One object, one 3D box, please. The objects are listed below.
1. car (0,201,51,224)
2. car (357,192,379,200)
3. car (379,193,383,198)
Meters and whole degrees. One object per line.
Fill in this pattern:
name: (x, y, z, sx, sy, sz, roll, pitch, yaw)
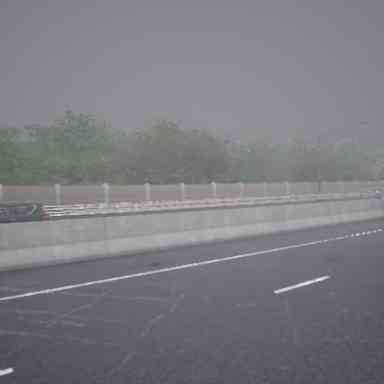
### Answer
car: (-9.183, 1.452, 14.626, 5.566, 2.045, 2.150, -1, 0, -36)
car: (25.909, 0.754, 47.928, 5.357, 1.411, 2.033, -2, 0, -34)
car: (27.704, 0.690, 44.920, 4.674, 1.442, 1.812, -2, 0, -34)
